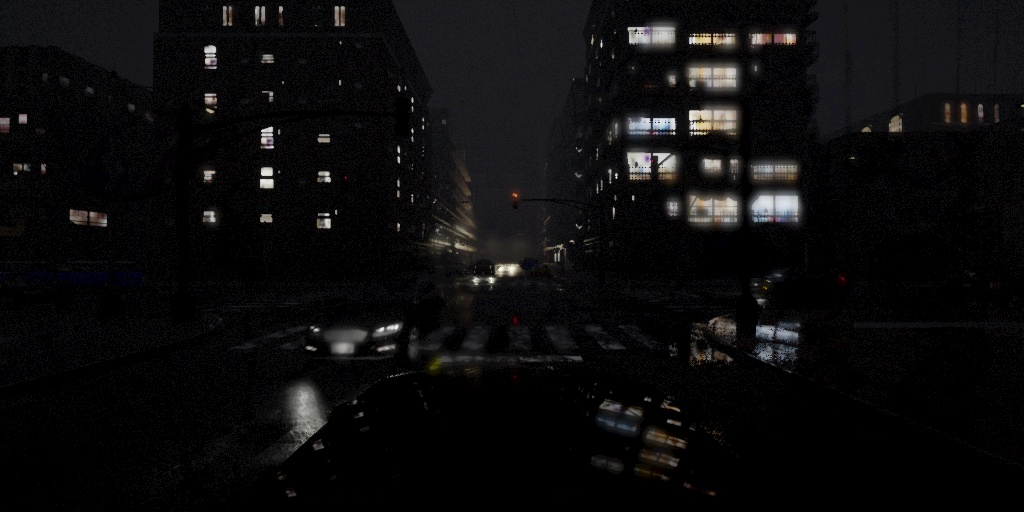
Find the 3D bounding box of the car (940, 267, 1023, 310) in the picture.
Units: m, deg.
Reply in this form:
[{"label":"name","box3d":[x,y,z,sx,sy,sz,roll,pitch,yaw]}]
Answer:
[{"label":"car","box3d":[18.665,1.102,13.164,4.097,1.591,1.967,0,0,1]}]

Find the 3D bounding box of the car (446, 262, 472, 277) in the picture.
[{"label":"car","box3d":[-5.516,1.315,36.033,2.007,1.370,4.403,0,0,0]}]

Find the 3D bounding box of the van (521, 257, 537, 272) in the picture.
[{"label":"van","box3d":[2.502,1.116,47.427,1.690,1.789,3.998,0,0,0]}]

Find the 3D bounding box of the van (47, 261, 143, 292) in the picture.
[{"label":"van","box3d":[-24.850,1.189,21.631,3.998,1.789,1.690,0,0,1]}]

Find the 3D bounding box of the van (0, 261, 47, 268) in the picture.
[{"label":"van","box3d":[-30.444,1.200,21.706,3.998,1.789,1.690,0,0,1]}]

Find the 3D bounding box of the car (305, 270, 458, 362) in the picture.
[{"label":"car","box3d":[-2.764,1.243,8.309,2.128,1.511,4.902,0,0,0]}]

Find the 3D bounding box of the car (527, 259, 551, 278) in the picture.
[{"label":"car","box3d":[2.628,1.287,33.594,1.751,1.417,4.829,0,0,0]}]

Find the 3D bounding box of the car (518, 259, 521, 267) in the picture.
[{"label":"car","box3d":[2.458,1.096,53.081,2.192,1.841,5.009,0,0,0]}]

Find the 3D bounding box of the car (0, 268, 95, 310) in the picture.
[{"label":"car","box3d":[-19.362,1.289,13.677,4.403,1.370,2.007,0,0,1]}]

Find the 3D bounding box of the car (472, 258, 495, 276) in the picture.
[{"label":"car","box3d":[-2.824,1.112,36.860,2.097,1.767,4.553,0,0,0]}]

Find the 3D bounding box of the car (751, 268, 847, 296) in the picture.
[{"label":"car","box3d":[14.690,1.303,18.642,4.181,1.385,1.994,0,-1,1]}]
